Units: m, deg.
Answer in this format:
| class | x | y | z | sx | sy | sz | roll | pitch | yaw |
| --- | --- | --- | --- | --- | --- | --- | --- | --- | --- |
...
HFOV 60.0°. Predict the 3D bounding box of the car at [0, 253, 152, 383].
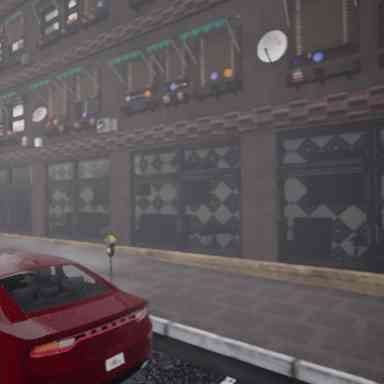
| class | x | y | z | sx | sy | sz | roll | pitch | yaw |
| --- | --- | --- | --- | --- | --- | --- | --- | --- | --- |
| car | -2.571 | 1.524 | 4.575 | 4.507 | 1.381 | 1.887 | 0 | -1 | 36 |
